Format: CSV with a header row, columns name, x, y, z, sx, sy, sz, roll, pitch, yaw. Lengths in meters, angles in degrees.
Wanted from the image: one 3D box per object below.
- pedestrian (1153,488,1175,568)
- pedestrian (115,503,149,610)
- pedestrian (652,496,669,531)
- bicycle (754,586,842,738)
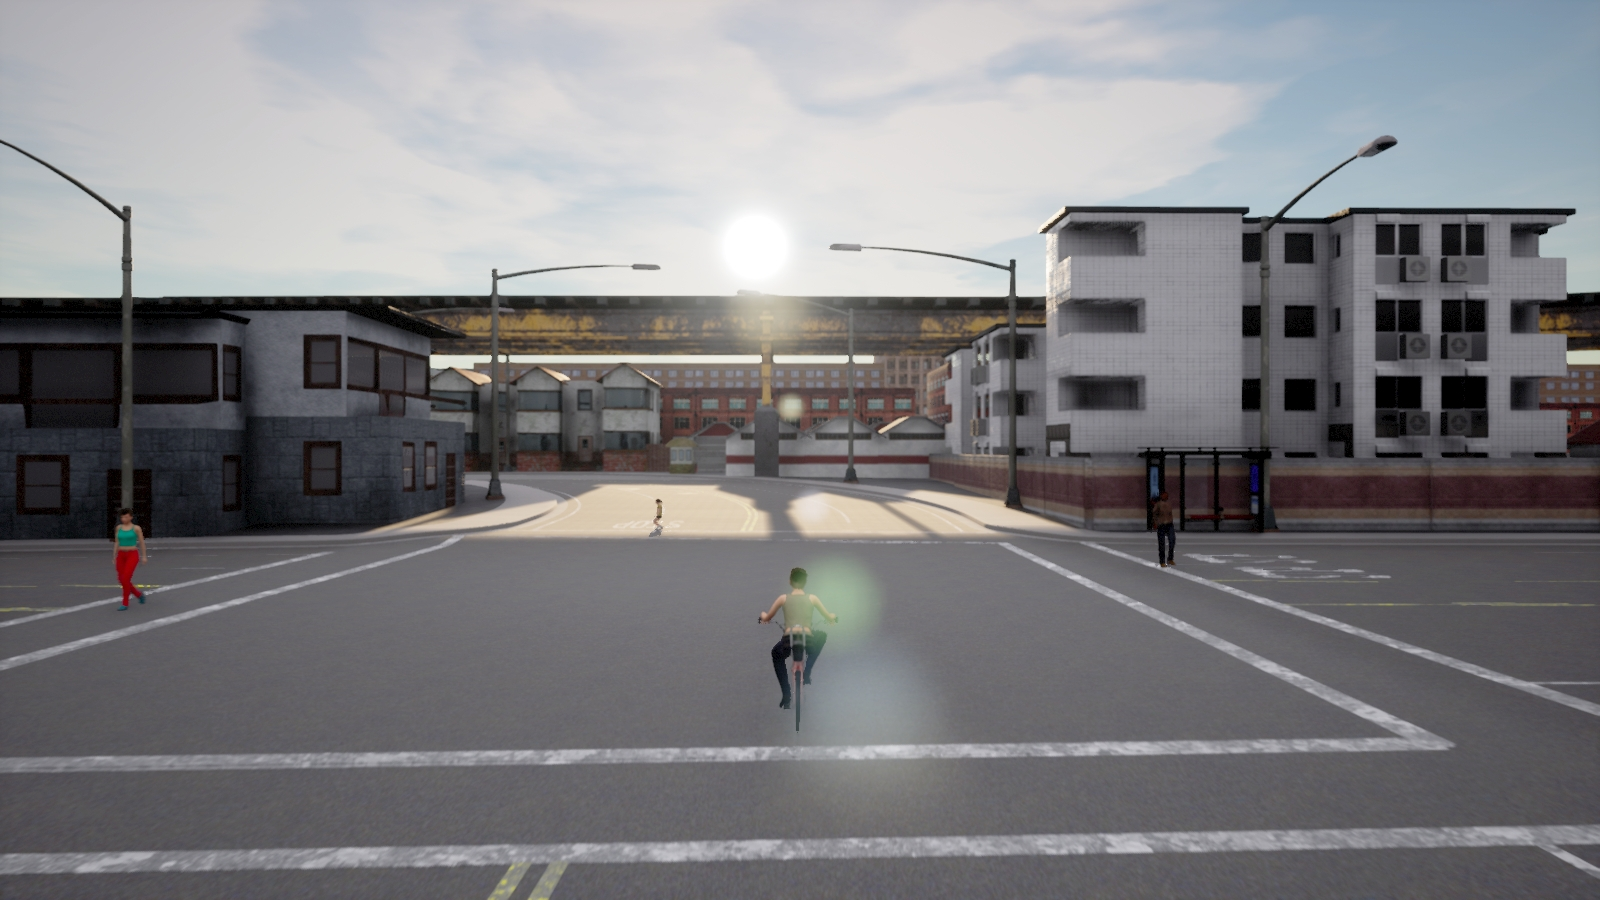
name,x,y,z,sx,sy,sz,roll,pitch,yaw
pedestrian,8.528,1.826,26.771,0.375,1.860,0.375,0,0,-1
pedestrian,-11.869,1.885,20.308,0.375,1.860,0.375,0,0,0
pedestrian,-4.534,2.064,37.145,0.500,1.100,0.500,0,0,2
bicycle,-0.016,2.155,11.893,0.859,1.301,1.487,0,0,0
